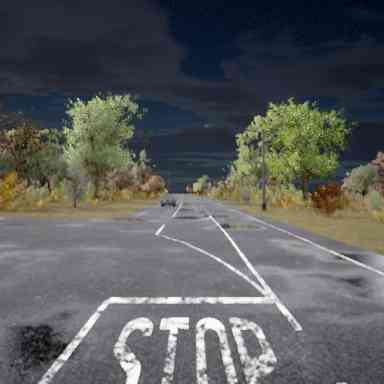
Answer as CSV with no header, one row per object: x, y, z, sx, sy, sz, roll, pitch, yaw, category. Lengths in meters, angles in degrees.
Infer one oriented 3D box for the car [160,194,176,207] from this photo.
-3.609,1.278,51.332,2.150,2.045,5.566,0,0,0,car
